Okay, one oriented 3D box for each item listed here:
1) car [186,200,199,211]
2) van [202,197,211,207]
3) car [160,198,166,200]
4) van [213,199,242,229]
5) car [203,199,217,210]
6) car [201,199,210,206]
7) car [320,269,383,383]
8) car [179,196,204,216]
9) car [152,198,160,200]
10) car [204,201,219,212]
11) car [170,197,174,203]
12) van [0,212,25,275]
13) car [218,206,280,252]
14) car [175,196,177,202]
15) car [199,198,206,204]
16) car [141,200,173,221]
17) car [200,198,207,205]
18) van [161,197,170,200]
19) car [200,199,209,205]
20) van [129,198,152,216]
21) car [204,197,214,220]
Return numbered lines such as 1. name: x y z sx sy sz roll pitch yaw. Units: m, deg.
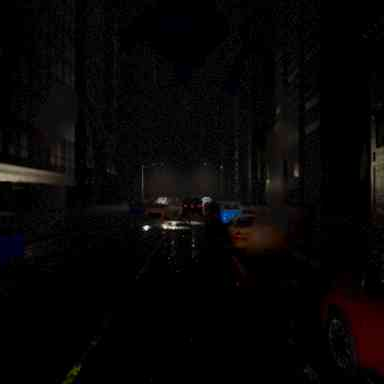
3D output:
1. car: 0.022 1.970 49.828 1.837 1.490 4.892 0 0 0
2. van: 2.789 1.942 64.237 1.690 1.788 3.998 0 -1 0
3. car: -5.741 2.045 53.011 2.008 1.369 4.403 0 -1 0
4. van: 2.774 1.573 24.975 1.690 1.788 3.998 0 -1 0
5. car: 2.785 1.935 53.018 1.967 1.590 4.097 0 -1 0
6. car: 2.791 2.199 69.844 1.887 1.381 4.507 0 -1 0
7. car: 2.765 1.340 2.539 2.192 1.841 5.009 0 -1 0
8. car: 0.056 1.563 36.586 2.150 2.045 5.566 0 0 1
9. car: -5.745 1.703 41.795 2.192 1.841 5.009 0 -1 0
10. car: 2.782 1.986 47.408 1.887 1.381 4.507 0 -1 0
11. car: -5.731 2.147 75.450 1.967 1.590 4.097 0 -1 0
12. van: -5.758 1.417 8.139 1.690 1.788 3.998 0 -1 0
13. car: 2.357 1.591 14.507 1.801 1.575 5.366 0 -1 0
14. car: -5.725 2.396 92.106 1.752 1.417 4.829 0 -1 0
15. car: 2.798 2.342 86.841 1.752 1.417 4.829 0 -1 0
16. car: -3.085 1.756 30.005 1.882 1.535 5.008 0 -1 0
17. car: 2.796 2.288 81.232 1.752 1.417 4.829 0 -1 0
18. van: -5.736 1.942 64.232 1.690 1.788 3.998 0 -1 0
19. car: 2.794 2.273 75.453 1.947 1.339 4.313 0 -1 0
20. van: -5.747 1.677 36.186 1.690 1.788 3.998 0 -1 0
21. car: 2.778 1.651 36.193 2.192 1.841 5.009 0 -1 0
